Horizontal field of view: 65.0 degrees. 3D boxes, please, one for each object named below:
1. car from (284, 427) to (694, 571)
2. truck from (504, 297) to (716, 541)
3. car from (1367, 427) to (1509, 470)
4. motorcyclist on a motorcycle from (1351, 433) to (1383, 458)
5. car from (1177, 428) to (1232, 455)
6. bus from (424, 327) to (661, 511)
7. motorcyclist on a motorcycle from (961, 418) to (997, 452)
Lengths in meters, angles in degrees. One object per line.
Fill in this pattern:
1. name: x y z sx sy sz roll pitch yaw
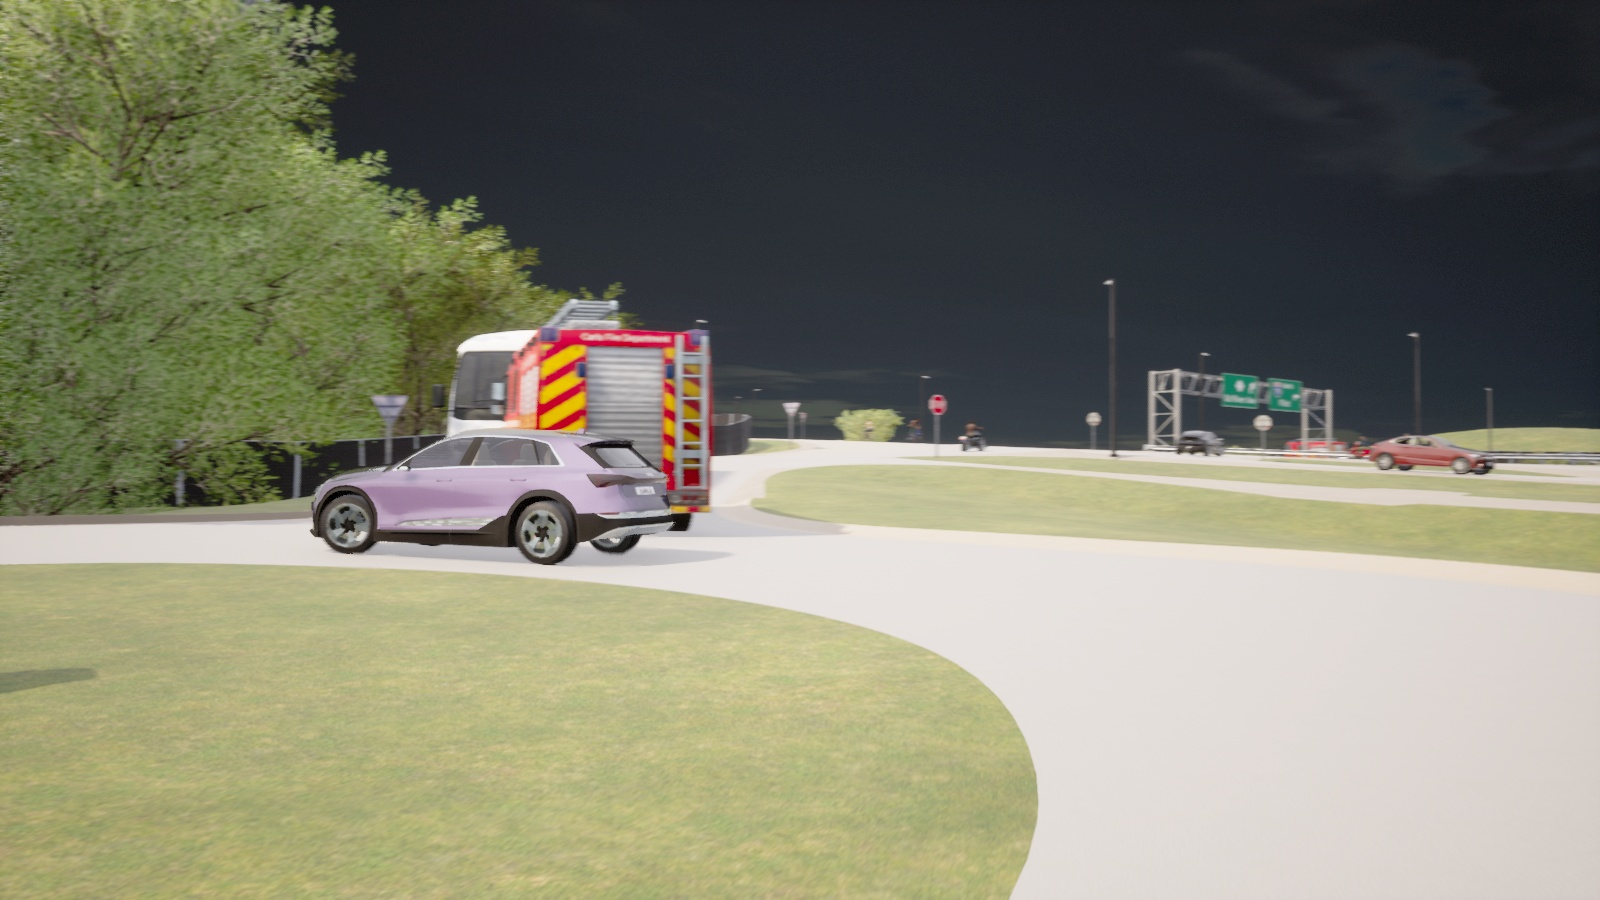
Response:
1. car: -4.014 0.555 16.257 4.856 1.649 2.033 1 0 21
2. truck: -3.954 -0.472 24.143 2.891 3.827 8.468 0 0 -16
3. car: 27.976 -0.076 55.213 2.152 1.651 5.027 1 1 -38
4. motorcyclist on a motorcycle: 38.097 -0.302 84.345 1.817 1.590 0.866 2 2 31
5. car: 23.942 -0.491 74.227 1.837 1.490 4.892 3 1 33
6. bus: -6.517 -1.004 34.166 3.944 4.253 10.273 0 3 2
7. motorcyclist on a motorcycle: 9.005 -0.751 63.130 0.766 1.649 2.350 0 1 38
